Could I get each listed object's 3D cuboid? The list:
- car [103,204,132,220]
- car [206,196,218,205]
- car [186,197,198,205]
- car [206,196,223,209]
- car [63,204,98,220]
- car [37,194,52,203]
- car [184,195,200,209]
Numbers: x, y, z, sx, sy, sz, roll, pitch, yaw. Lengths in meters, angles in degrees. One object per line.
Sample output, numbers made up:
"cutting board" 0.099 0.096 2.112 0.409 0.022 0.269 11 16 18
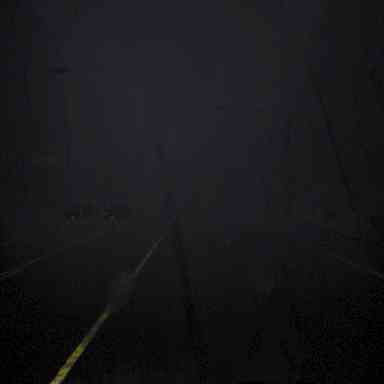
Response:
"car" -7.042 1.850 32.040 2.033 1.411 5.357 0 0 1
"car" 3.492 1.485 58.804 1.812 1.442 4.674 0 2 0
"car" -0.008 1.559 58.836 1.895 1.301 4.718 0 2 0
"car" 3.494 1.744 48.390 2.033 1.411 5.357 0 1 0
"car" -10.542 1.849 32.009 2.033 1.411 5.357 0 0 0
"car" -25.985 1.142 57.735 1.970 1.475 3.806 0 2 0
"car" -0.006 1.417 48.414 2.150 2.045 5.566 0 1 0
